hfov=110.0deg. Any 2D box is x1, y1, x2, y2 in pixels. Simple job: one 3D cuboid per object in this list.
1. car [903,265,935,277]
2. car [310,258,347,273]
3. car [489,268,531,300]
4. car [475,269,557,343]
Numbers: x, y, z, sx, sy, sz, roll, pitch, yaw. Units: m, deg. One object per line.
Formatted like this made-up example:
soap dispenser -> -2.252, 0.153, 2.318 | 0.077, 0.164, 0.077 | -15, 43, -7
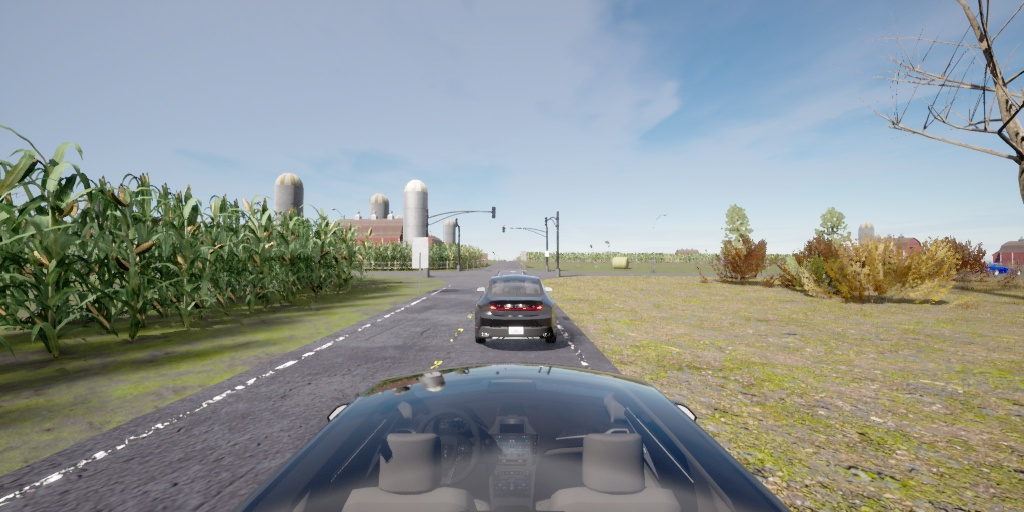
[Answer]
car -> 48.555, 1.768, 42.531 | 4.181, 1.385, 1.994 | 1, -1, -5
car -> -19.832, 0.930, 37.646 | 4.553, 1.767, 2.097 | 0, -1, -3
car -> 0.031, 1.360, 18.813 | 1.895, 1.301, 4.718 | 0, 0, 4
car -> 0.079, 1.259, 9.662 | 1.837, 1.490, 4.892 | 0, 0, 0
